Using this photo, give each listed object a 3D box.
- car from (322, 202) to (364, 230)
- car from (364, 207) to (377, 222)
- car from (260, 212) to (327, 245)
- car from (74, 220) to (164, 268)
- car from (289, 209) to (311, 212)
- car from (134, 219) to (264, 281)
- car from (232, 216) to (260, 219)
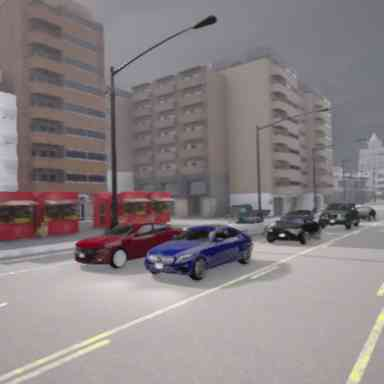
[{"bbox_3d":[11.977,1.852,26.842,2.150,2.045,5.566,-3,-2,36],"label":"car"},{"bbox_3d":[18.115,2.278,35.045,1.882,1.535,5.008,-3,-2,37],"label":"car"},{"bbox_3d":[5.692,2.020,18.329,1.994,1.385,4.181,-3,-2,36],"label":"car"},{"bbox_3d":[-2.287,1.942,13.426,1.882,1.535,5.008,-3,-2,36],"label":"car"},{"bbox_3d":[9.367,2.270,29.173,1.837,1.490,4.892,-3,-3,37],"label":"car"},{"bbox_3d":[0.468,1.864,11.297,1.812,1.442,4.674,-3,-2,37],"label":"car"},{"bbox_3d":[3.266,2.196,20.934,1.895,1.301,4.718,-3,-2,36],"label":"car"}]
